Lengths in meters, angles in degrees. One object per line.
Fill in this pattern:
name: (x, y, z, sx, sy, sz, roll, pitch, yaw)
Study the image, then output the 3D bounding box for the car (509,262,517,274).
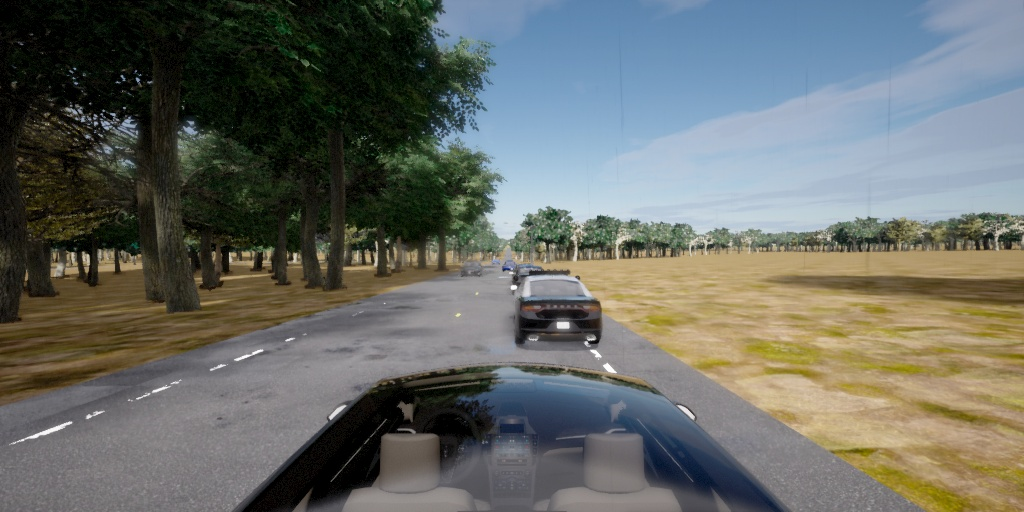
car: (0.932, 1.256, 19.593, 1.837, 1.490, 4.892, 0, 0, 0)

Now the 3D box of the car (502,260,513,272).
car: (-0.273, 1.347, 47.289, 1.994, 1.385, 4.181, 0, 0, 0)

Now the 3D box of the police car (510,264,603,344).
police car: (0.998, 1.173, 9.701, 1.930, 1.638, 5.238, 0, 0, 0)

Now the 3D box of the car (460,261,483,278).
car: (-3.816, 1.265, 34.569, 1.837, 1.490, 4.892, 0, 0, 0)

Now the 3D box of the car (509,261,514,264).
car: (0.893, 1.279, 25.596, 1.812, 1.442, 4.674, 0, 0, 0)
